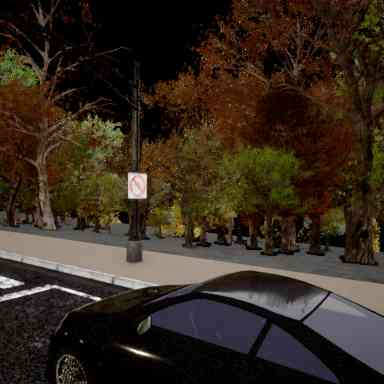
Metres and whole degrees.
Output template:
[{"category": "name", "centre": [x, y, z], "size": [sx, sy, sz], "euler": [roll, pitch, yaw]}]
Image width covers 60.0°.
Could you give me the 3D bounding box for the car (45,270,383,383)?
[{"category": "car", "centre": [0.374, 1.564, 3.420], "size": [4.181, 1.385, 1.994], "euler": [0, 0, 36]}]
